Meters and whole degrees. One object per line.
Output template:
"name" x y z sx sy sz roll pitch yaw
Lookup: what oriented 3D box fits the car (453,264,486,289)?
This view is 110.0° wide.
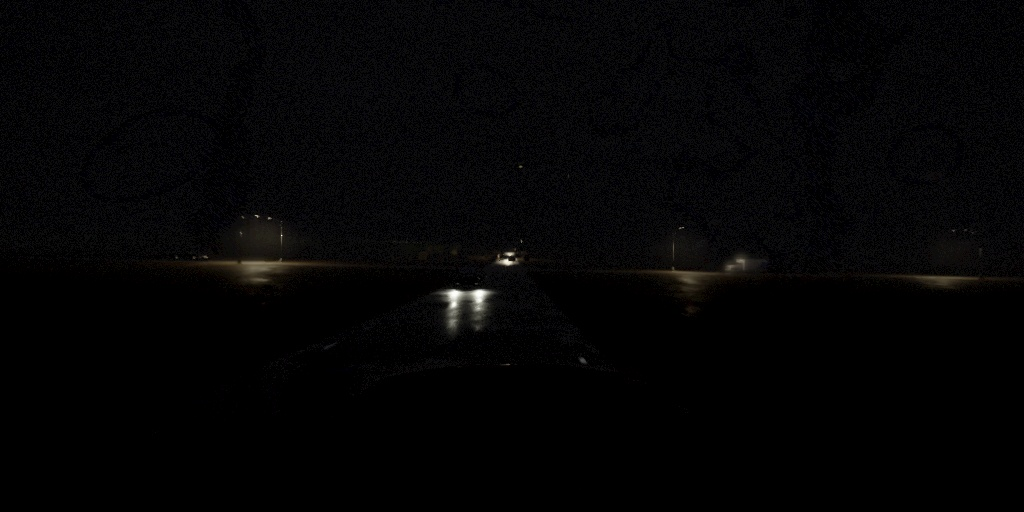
"car" -2.845 1.360 24.948 1.882 1.535 5.008 0 0 0
